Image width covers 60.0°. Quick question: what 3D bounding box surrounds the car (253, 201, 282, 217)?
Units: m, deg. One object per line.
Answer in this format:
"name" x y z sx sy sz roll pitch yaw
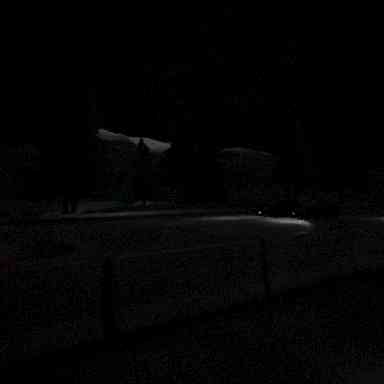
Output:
"car" 7.666 1.420 29.014 4.718 1.301 1.895 0 0 -28

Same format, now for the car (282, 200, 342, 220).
"car" 9.728 1.350 26.133 4.674 1.442 1.812 0 0 -27
